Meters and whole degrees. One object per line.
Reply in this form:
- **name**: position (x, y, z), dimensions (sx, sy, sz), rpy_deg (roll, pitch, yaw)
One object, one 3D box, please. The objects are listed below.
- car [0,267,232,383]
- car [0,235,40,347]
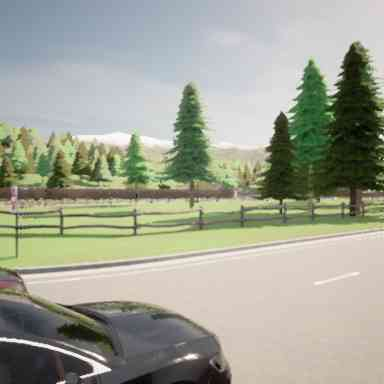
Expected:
- **car**: position (-1.877, 1.504, 2.407), dimensions (4.892, 1.490, 1.837), rpy_deg (0, 0, -35)
- **car**: position (-4.628, 1.562, 4.745), dimensions (4.181, 1.385, 1.994), rpy_deg (0, 0, -35)
